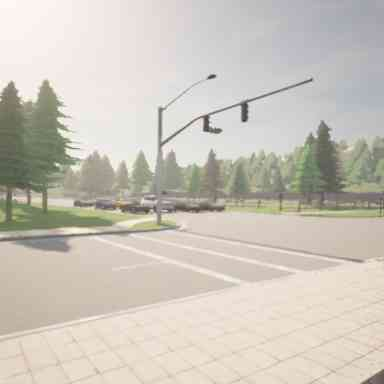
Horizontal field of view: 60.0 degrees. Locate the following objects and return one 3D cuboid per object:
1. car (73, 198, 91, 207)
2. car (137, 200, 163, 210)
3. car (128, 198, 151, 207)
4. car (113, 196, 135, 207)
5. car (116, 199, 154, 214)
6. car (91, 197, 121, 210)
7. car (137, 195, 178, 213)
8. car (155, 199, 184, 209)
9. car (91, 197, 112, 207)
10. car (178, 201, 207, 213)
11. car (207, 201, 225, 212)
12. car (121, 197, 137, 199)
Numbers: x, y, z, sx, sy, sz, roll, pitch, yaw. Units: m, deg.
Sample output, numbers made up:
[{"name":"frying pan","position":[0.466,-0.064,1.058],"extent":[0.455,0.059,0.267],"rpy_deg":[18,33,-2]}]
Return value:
[{"name":"car","position":[-17.760,1.736,54.209],"extent":[2.033,1.411,5.357],"rpy_deg":[1,0,-36]},{"name":"car","position":[-6.310,1.867,50.038],"extent":[1.895,1.301,4.718],"rpy_deg":[1,0,-35]},{"name":"car","position":[-9.603,1.854,60.941],"extent":[2.033,1.411,5.357],"rpy_deg":[1,0,-34]},{"name":"car","position":[-11.866,1.619,58.030],"extent":[2.097,1.767,4.553],"rpy_deg":[1,0,-35]},{"name":"car","position":[-6.564,1.788,38.185],"extent":[1.895,1.301,4.718],"rpy_deg":[1,0,-35]},{"name":"car","position":[-11.907,1.692,45.817],"extent":[1.837,1.490,4.892],"rpy_deg":[1,0,-35]},{"name":"car","position":[-4.369,1.448,41.173],"extent":[2.150,2.045,5.566],"rpy_deg":[1,0,-34]},{"name":"car","position":[-3.661,1.853,52.359],"extent":[2.033,1.411,5.357],"rpy_deg":[1,0,-35]},{"name":"car","position":[-15.621,1.706,57.280],"extent":[1.882,1.535,5.008],"rpy_deg":[1,0,-34]},{"name":"car","position":[-0.812,1.813,42.181],"extent":[2.033,1.411,5.357],"rpy_deg":[1,0,-35]},{"name":"car","position":[2.118,1.852,44.105],"extent":[2.033,1.411,5.357],"rpy_deg":[1,0,-35]},{"name":"car","position":[-9.970,1.705,49.157],"extent":[1.882,1.535,5.008],"rpy_deg":[1,0,-35]}]
